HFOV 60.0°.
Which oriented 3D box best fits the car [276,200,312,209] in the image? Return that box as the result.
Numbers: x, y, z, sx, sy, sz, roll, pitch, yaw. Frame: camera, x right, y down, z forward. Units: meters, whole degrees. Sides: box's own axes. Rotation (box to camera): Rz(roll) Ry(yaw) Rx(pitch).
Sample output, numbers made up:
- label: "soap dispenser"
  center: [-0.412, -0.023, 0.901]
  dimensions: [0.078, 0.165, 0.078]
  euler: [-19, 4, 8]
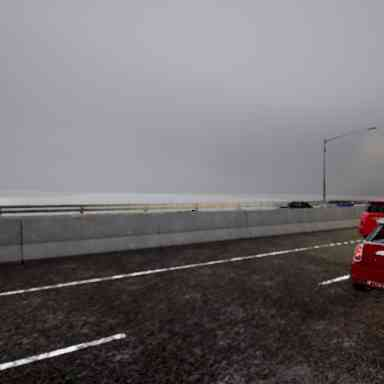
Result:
- label: "car"
  center: [11.600, 1.715, 37.853]
  dimensions: [4.892, 1.490, 1.837]
  euler: [0, 0, -35]

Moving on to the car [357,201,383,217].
- label: "car"
  center: [19.487, 1.744, 34.811]
  dimensions: [4.892, 1.490, 1.837]
  euler: [0, 0, -35]

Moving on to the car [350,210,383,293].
- label: "car"
  center: [5.785, 1.413, 7.852]
  dimensions: [4.553, 1.767, 2.097]
  euler: [0, 0, -35]

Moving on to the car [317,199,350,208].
- label: "car"
  center: [15.624, 1.578, 36.385]
  dimensions: [4.553, 1.767, 2.097]
  euler: [0, 0, -35]

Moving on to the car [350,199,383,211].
- label: "car"
  center: [9.760, 1.331, 14.951]
  dimensions: [5.566, 2.045, 2.150]
  euler: [0, 0, -35]
